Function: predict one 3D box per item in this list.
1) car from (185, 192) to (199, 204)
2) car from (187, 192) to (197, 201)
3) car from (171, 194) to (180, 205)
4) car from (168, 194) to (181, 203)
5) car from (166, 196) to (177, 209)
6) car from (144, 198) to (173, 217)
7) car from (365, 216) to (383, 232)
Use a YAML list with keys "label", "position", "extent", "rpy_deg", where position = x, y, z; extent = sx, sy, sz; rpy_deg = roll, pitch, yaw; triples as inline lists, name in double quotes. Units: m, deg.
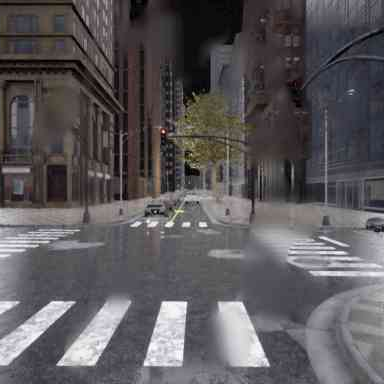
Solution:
- label: "car"
  position: [0.062, 0.950, 56.430]
  extent: [2.150, 2.045, 5.566]
  rpy_deg: [0, 1, 0]
- label: "car"
  position: [-0.024, 0.933, 70.824]
  extent: [2.097, 1.767, 4.553]
  rpy_deg: [0, 1, 0]
- label: "car"
  position: [-3.130, 1.390, 49.389]
  extent: [1.895, 1.301, 4.718]
  rpy_deg: [0, 0, 0]
- label: "car"
  position: [-3.092, 1.189, 59.785]
  extent: [2.128, 1.511, 4.902]
  rpy_deg: [0, 1, 1]
- label: "car"
  position: [-3.126, 1.467, 39.053]
  extent: [1.895, 1.301, 4.718]
  rpy_deg: [0, 0, 0]
- label: "car"
  position: [-3.120, 1.488, 30.260]
  extent: [1.994, 1.385, 4.181]
  rpy_deg: [0, 0, 0]
- label: "car"
  position: [11.915, 1.631, 18.310]
  extent: [4.403, 1.369, 2.008]
  rpy_deg: [0, 0, 0]
